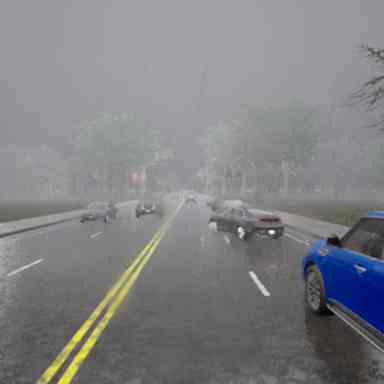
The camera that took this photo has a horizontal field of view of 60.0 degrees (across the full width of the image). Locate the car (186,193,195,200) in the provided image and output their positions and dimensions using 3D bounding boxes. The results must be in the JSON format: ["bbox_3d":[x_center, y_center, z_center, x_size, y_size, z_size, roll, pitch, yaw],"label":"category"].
[{"bbox_3d":[-0.352,1.054,78.973,2.097,1.767,4.553,0,0,0],"label":"car"}]

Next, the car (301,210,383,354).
[{"bbox_3d":[3.248,1.204,4.284,2.150,2.045,5.566,0,0,0],"label":"car"}]

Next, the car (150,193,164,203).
[{"bbox_3d":[-6.761,1.122,64.714,2.097,1.767,4.553,0,0,0],"label":"car"}]

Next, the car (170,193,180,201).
[{"bbox_3d":[-3.524,0.995,69.197,1.837,1.490,4.892,0,0,0],"label":"car"}]

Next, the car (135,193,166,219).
[{"bbox_3d":[-3.404,1.114,28.472,2.150,2.045,5.566,0,0,0],"label":"car"}]

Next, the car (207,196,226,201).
[{"bbox_3d":[3.163,1.291,37.271,2.033,1.649,4.856,0,0,0],"label":"car"}]

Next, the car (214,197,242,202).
[{"bbox_3d":[3.203,1.404,26.296,2.163,1.488,4.792,0,0,0],"label":"car"}]

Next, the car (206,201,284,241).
[{"bbox_3d":[2.501,1.443,16.408,1.837,1.490,4.892,1,0,-22],"label":"car"}]

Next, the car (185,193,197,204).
[{"bbox_3d":[-0.187,1.309,57.709,1.812,1.442,4.674,0,0,0],"label":"car"}]

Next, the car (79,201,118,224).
[{"bbox_3d":[-6.640,1.414,24.150,1.837,1.490,4.892,0,0,0],"label":"car"}]
